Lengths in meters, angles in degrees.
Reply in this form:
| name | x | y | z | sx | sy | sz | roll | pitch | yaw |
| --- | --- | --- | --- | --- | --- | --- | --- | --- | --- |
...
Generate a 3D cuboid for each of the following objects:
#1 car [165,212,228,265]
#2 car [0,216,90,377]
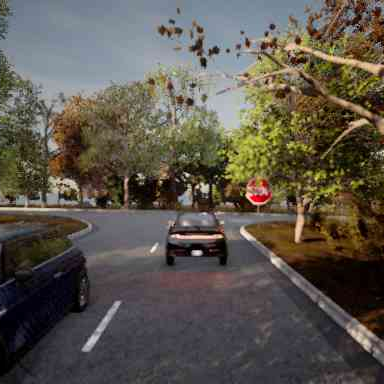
| name | x | y | z | sx | sy | sz | roll | pitch | yaw |
| --- | --- | --- | --- | --- | --- | --- | --- | --- | --- |
| car | 0.141 | 1.412 | 11.393 | 2.128 | 1.511 | 4.902 | 0 | 0 | 0 |
| car | -3.056 | 1.328 | 4.578 | 2.097 | 1.767 | 4.553 | 0 | 0 | 1 |
